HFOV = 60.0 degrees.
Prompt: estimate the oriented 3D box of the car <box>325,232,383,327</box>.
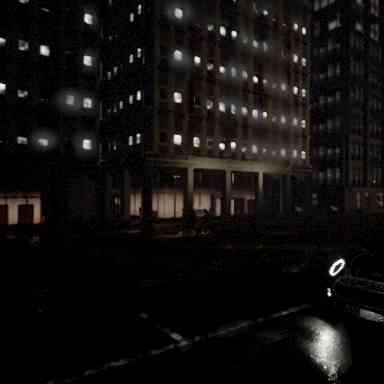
[{"bbox_3d":[4.722,1.437,6.691,4.553,1.767,2.097,1,0,-35],"label":"car"}]
